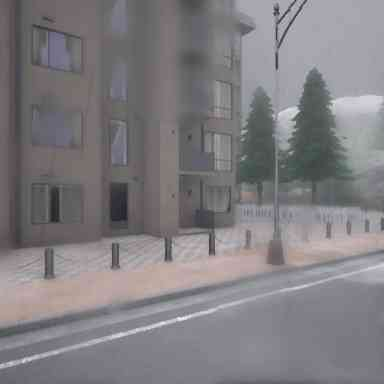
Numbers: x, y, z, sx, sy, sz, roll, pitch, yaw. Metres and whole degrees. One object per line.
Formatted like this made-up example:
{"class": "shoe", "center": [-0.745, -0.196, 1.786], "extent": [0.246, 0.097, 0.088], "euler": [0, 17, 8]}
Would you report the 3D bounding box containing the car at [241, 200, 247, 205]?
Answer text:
{"class": "car", "center": [7.003, 1.573, 54.806], "extent": [1.812, 1.442, 4.674], "euler": [0, 0, -35]}
